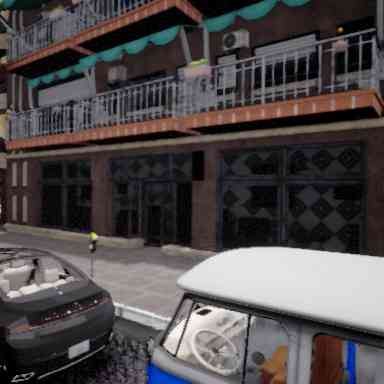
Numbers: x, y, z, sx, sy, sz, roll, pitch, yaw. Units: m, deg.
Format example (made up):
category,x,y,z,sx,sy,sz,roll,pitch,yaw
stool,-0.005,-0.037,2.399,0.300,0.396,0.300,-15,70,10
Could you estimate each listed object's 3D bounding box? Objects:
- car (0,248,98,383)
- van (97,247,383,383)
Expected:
category,x,y,z,sx,sy,sz,roll,pitch,yaw
car,-3.062,1.543,5.044,4.403,1.369,2.008,0,1,35
van,1.500,1.342,1.791,3.998,1.788,1.690,0,1,35
